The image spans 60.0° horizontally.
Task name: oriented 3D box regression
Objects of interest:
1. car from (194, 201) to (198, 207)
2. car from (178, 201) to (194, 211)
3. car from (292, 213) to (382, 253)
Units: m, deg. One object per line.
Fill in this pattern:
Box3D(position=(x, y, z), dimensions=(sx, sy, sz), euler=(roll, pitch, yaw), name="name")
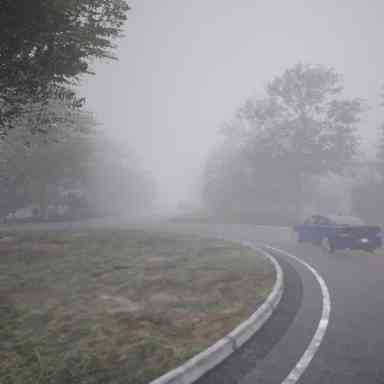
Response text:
Box3D(position=(0.215, 2.895, 78.573), dimensions=(1.812, 1.442, 4.674), euler=(-1, -1, 7), name="car")
Box3D(position=(-1.436, 2.639, 64.511), dimensions=(2.097, 1.767, 4.553), euler=(-1, -1, 7), name="car")
Box3D(position=(6.115, 1.686, 14.731), dimensions=(1.882, 1.535, 5.008), euler=(0, -1, -6), name="car")
